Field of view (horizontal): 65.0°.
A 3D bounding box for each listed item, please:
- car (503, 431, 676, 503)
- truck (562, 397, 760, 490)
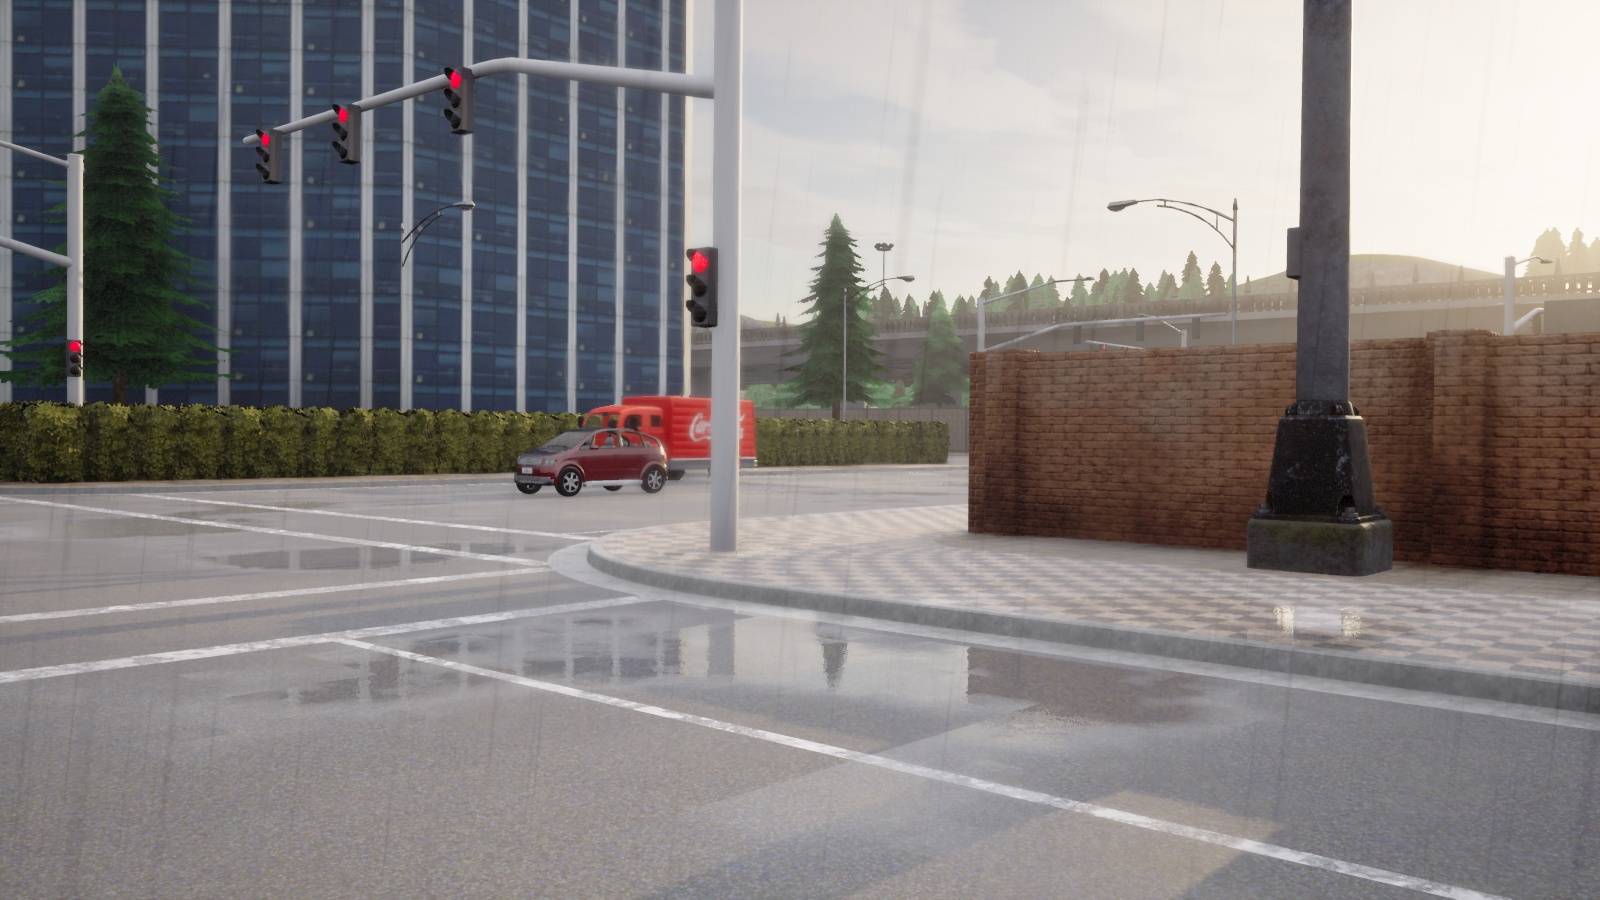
[{"bbox_3d":[-4.882,0.352,29.483,1.789,1.549,3.705,0,1,41],"label":"car"},{"bbox_3d":[-3.897,-0.211,35.931,2.627,2.467,5.204,0,1,41],"label":"truck"}]
